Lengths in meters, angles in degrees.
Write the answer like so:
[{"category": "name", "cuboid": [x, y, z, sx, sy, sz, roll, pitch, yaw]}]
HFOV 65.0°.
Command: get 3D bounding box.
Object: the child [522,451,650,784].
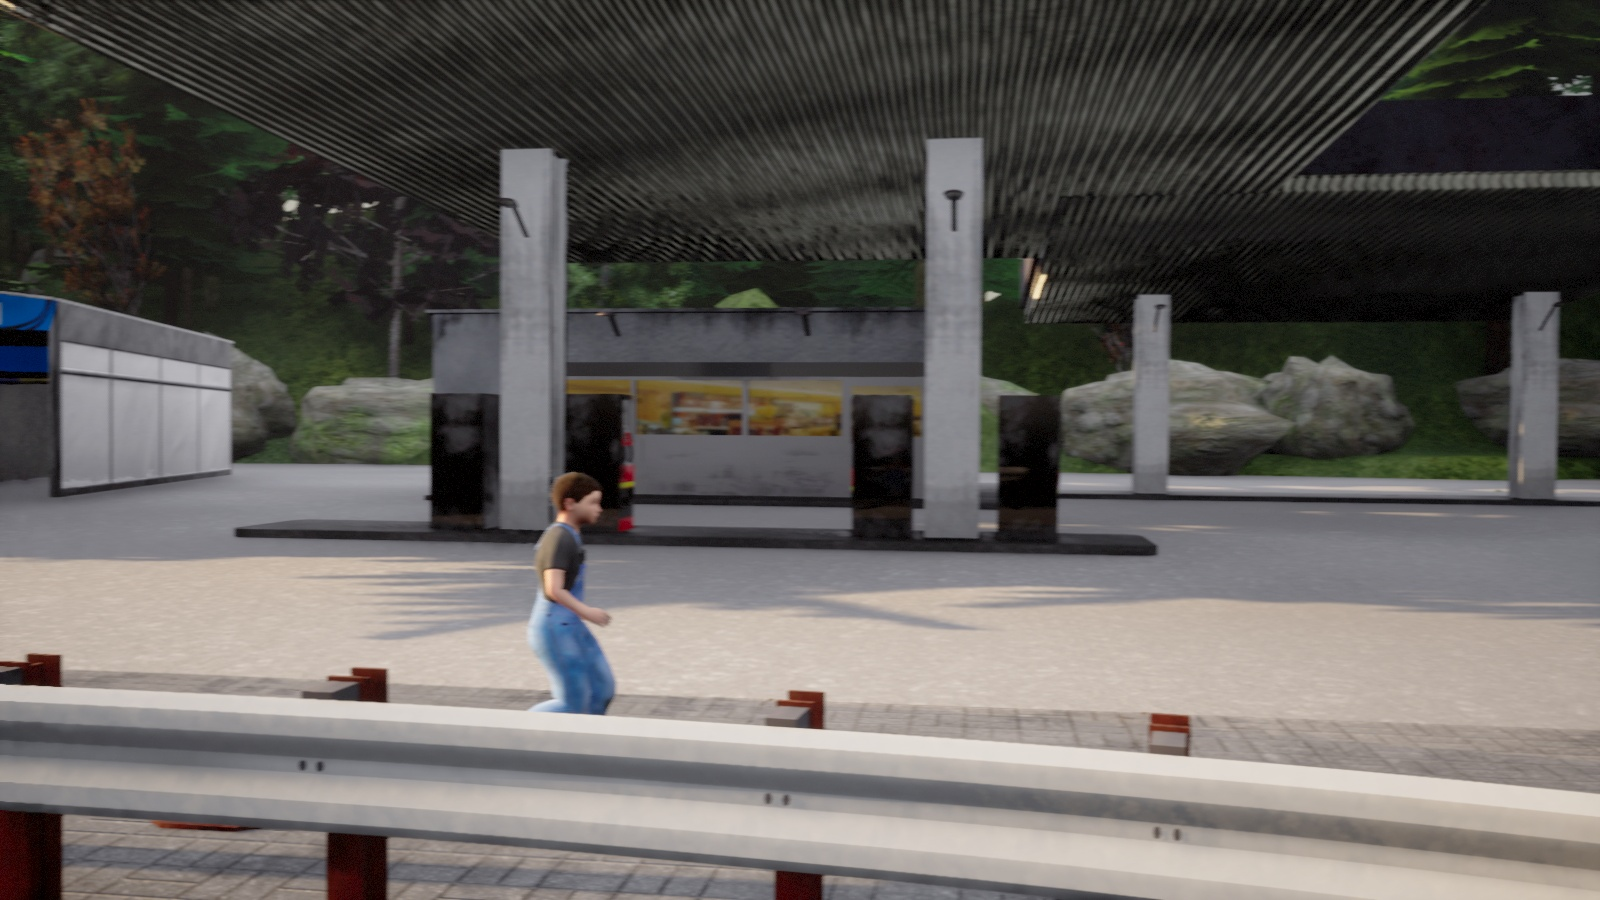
[{"category": "child", "cuboid": [-0.831, 0.639, 4.919, 0.437, 1.263, 0.270, -1, 1, 0]}]
